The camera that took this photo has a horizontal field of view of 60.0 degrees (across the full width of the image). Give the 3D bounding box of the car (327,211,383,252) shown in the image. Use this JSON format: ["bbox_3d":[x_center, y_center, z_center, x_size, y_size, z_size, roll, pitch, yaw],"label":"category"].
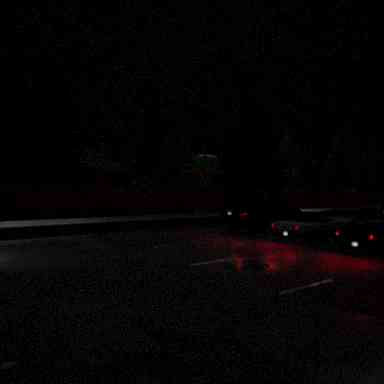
[{"bbox_3d":[7.862,1.647,13.672,4.718,1.301,1.895,0,0,-36],"label":"car"}]

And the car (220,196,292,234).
[{"bbox_3d":[4.215,1.270,19.670,5.566,2.045,2.150,0,0,-36],"label":"car"}]

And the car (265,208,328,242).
[{"bbox_3d":[6.144,1.648,16.747,4.718,1.301,1.895,0,0,-36],"label":"car"}]

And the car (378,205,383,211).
[{"bbox_3d":[18.491,1.631,29.989,4.674,1.442,1.812,0,0,-36],"label":"car"}]
